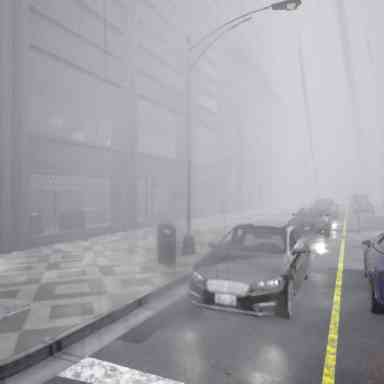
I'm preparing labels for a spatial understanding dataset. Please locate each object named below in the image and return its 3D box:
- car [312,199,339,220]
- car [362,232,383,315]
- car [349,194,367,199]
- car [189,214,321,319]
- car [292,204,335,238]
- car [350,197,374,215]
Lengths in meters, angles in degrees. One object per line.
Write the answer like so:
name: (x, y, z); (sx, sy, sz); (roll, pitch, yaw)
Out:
car: (11.174, 1.358, 27.984); (2.097, 1.767, 4.553); (0, 0, 25)
car: (4.707, 1.527, 6.990); (1.812, 1.442, 4.674); (0, 0, 25)
car: (21.925, 1.236, 43.570); (2.150, 2.045, 5.566); (0, 0, 25)
car: (1.587, 1.493, 7.645); (2.128, 1.511, 4.902); (0, 0, 25)
car: (6.391, 1.567, 17.848); (1.994, 1.385, 4.181); (0, 0, 25)
car: (17.507, 1.558, 34.076); (2.033, 1.411, 5.357); (0, 0, 26)
